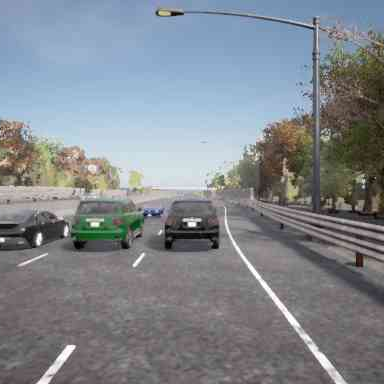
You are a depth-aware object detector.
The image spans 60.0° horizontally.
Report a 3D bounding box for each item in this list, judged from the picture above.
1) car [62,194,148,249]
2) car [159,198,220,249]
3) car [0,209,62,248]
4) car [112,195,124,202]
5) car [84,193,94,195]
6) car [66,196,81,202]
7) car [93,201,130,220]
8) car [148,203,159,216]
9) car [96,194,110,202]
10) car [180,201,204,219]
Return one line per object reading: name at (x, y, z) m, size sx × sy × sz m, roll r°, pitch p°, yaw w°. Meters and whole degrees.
car at (-3.500, 1.258, 14.681) m, size 2.150 × 2.045 × 5.566 m, roll 0°, pitch 0°, yaw 0°
car at (0.000, 1.257, 14.681) m, size 2.150 × 2.045 × 5.566 m, roll 0°, pitch 0°, yaw 0°
car at (-7.000, 1.516, 14.651) m, size 1.837 × 1.490 × 4.892 m, roll 0°, pitch 0°, yaw 0°
car at (-17.500, 1.536, 78.868) m, size 1.882 × 1.535 × 5.008 m, roll 0°, pitch 0°, yaw 0°
car at (-24.500, 1.284, 78.839) m, size 2.150 × 2.045 × 5.566 m, roll 0°, pitch 0°, yaw 0°
car at (-28.000, 1.611, 78.868) m, size 1.994 × 1.385 × 4.181 m, roll 0°, pitch 0°, yaw 0°
car at (-7.000, 1.572, 29.651) m, size 2.033 × 1.411 × 5.357 m, roll 0°, pitch 0°, yaw 0°
car at (-3.500, 1.626, 29.681) m, size 1.895 × 1.301 × 4.718 m, roll 0°, pitch 0°, yaw 0°
car at (-21.000, 1.414, 78.899) m, size 2.097 × 1.767 × 4.553 m, roll 0°, pitch 0°, yaw 0°
car at (0.000, 1.582, 29.651) m, size 1.994 × 1.385 × 4.181 m, roll 0°, pitch 0°, yaw 0°
